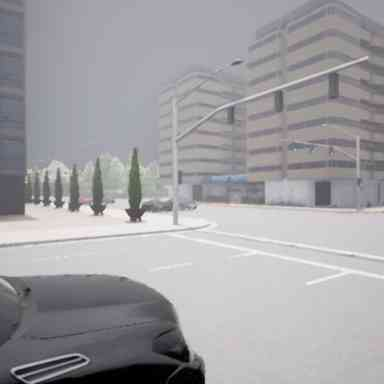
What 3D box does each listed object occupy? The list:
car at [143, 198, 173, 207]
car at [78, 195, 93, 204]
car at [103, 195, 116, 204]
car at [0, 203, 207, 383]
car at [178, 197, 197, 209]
[{"bbox_3d":[-3.708,1.454,35.460,1.994,1.385,4.181,0,0,-35],"label":"car"},{"bbox_3d":[-17.239,1.238,54.902,2.097,1.767,4.553,0,0,-35],"label":"car"},{"bbox_3d":[-14.843,1.373,57.595,1.837,1.490,4.892,0,0,-34],"label":"car"},{"bbox_3d":[-2.542,1.228,2.002,5.566,2.045,2.150,0,0,-35],"label":"car"},{"bbox_3d":[-1.295,1.359,38.120,2.128,1.511,4.902,0,0,-35],"label":"car"}]
